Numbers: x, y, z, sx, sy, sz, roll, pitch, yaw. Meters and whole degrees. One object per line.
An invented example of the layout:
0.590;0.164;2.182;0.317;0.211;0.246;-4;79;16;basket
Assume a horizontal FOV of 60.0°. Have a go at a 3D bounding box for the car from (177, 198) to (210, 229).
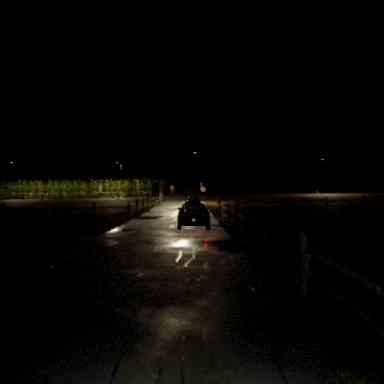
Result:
0.097;1.396;20.972;1.882;1.535;5.008;0;0;0;car
